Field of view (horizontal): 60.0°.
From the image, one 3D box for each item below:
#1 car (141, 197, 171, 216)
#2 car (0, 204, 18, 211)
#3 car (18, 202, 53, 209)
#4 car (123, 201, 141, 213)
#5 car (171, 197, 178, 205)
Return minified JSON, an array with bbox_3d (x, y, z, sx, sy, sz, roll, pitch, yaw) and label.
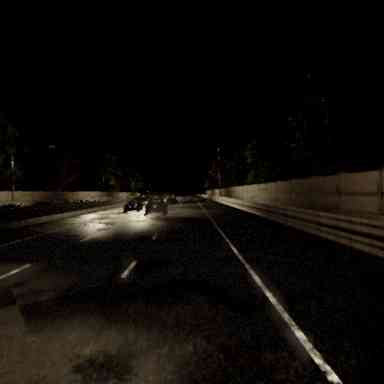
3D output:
[{"bbox_3d":[-3.669,1.458,34.971,2.097,1.767,4.553,-2,0,0],"label":"car"},{"bbox_3d":[-21.272,2.192,38.782,1.837,1.490,4.892,-2,0,0],"label":"car"},{"bbox_3d":[-17.778,1.946,38.829,2.097,1.767,4.553,-2,0,0],"label":"car"},{"bbox_3d":[-7.189,1.764,41.059,2.033,1.411,5.357,-2,0,0],"label":"car"},{"bbox_3d":[-3.804,1.608,63.739,1.882,1.535,5.008,-2,0,0],"label":"car"}]
